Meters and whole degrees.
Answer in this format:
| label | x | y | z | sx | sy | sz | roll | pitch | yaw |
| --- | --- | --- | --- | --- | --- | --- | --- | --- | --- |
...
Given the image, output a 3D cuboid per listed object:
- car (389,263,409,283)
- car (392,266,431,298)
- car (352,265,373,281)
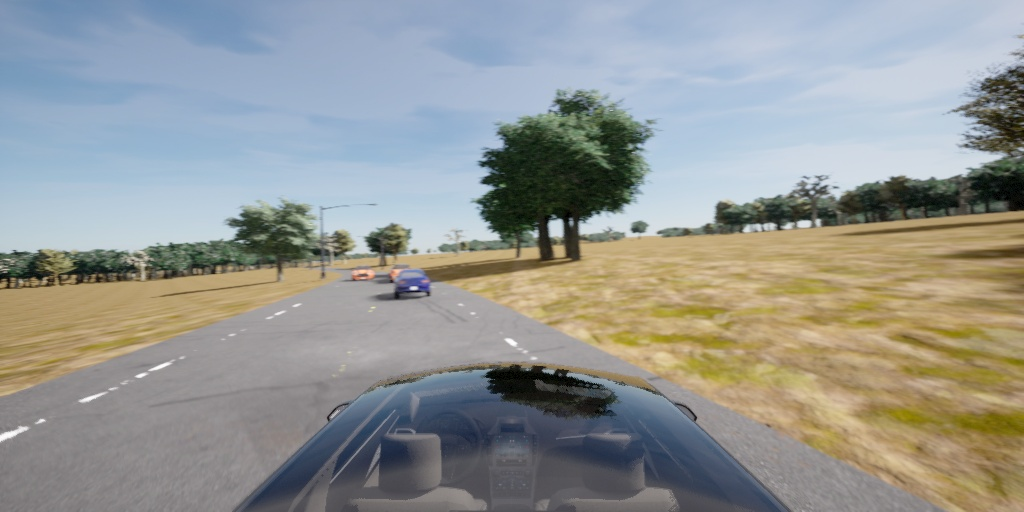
| label | x | y | z | sx | sy | sz | roll | pitch | yaw |
| --- | --- | --- | --- | --- | --- | --- | --- | --- | --- |
| car | -10.747 | 1.563 | 34.701 | 2.097 | 1.767 | 4.553 | -2 | -1 | -20 |
| car | -5.581 | 1.456 | 19.972 | 1.812 | 1.442 | 4.674 | -2 | 0 | -18 |
| car | -16.648 | 1.829 | 40.075 | 2.097 | 1.767 | 4.553 | -2 | -1 | -21 |
